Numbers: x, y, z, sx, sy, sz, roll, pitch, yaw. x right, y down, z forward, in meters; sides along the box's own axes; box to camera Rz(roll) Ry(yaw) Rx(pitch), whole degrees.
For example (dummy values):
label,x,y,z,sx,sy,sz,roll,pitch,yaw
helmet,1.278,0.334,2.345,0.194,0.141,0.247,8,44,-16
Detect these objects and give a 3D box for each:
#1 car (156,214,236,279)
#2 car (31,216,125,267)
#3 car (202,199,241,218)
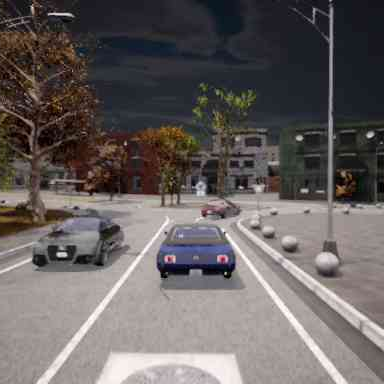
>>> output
label,x,y,z,sx,sy,sz,roll,pitch,yaw
car,0.098,1.555,9.881,1.895,1.301,4.718,0,0,0
car,-3.572,1.510,11.135,1.994,1.385,4.181,0,0,0
car,2.367,1.291,26.791,1.812,1.442,4.674,0,1,28
